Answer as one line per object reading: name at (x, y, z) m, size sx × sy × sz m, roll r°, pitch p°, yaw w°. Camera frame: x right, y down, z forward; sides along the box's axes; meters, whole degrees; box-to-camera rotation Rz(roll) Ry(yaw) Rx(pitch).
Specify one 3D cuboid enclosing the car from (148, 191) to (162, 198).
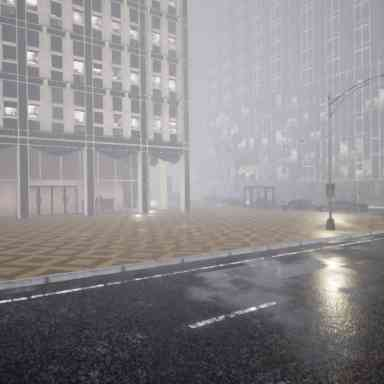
car at (-9.267, 0.685, 83.399) m, size 1.967 × 1.590 × 4.097 m, roll 0°, pitch 1°, yaw -34°

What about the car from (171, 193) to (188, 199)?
car at (-2.869, 0.935, 74.006) m, size 1.802 × 1.307 × 4.206 m, roll 0°, pitch 1°, yaw -34°

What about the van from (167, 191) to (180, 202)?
van at (-3.399, 0.936, 59.892) m, size 1.690 × 1.788 × 3.998 m, roll 0°, pitch 1°, yaw -34°

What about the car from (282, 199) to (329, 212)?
car at (12.486, 1.422, 36.331) m, size 1.947 × 1.339 × 4.313 m, roll -1°, pitch 1°, yaw -34°

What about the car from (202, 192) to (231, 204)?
car at (3.589, 1.137, 54.248) m, size 1.837 × 1.490 × 4.892 m, roll -1°, pitch 1°, yaw -34°

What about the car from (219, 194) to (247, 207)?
car at (6.152, 1.318, 45.771) m, size 1.947 × 1.339 × 4.313 m, roll -1°, pitch 1°, yaw -34°

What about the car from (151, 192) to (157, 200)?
car at (-9.797, 1.038, 69.290) m, size 2.008 × 1.369 × 4.403 m, roll 0°, pitch 1°, yaw -34°

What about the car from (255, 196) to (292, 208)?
car at (10.690, 1.274, 43.783) m, size 1.812 × 1.442 × 4.674 m, roll -1°, pitch 1°, yaw -34°

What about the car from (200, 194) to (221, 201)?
car at (3.528, 1.042, 64.609) m, size 1.802 × 1.307 × 4.206 m, roll -1°, pitch 1°, yaw -34°

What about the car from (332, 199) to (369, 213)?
car at (16.433, 1.404, 35.351) m, size 1.994 × 1.385 × 4.181 m, roll -1°, pitch 1°, yaw -34°

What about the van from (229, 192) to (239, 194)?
van at (6.726, 0.854, 59.908) m, size 1.690 × 1.788 × 3.998 m, roll -1°, pitch 1°, yaw -34°

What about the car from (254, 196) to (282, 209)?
car at (9.302, 1.387, 41.041) m, size 1.802 × 1.307 × 4.206 m, roll -1°, pitch 1°, yaw -34°
